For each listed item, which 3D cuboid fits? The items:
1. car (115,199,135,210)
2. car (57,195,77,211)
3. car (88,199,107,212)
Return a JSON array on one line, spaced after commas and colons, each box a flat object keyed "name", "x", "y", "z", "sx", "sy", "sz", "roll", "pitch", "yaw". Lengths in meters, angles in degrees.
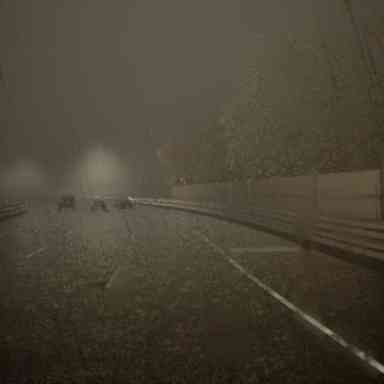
[{"name": "car", "x": -8.908, "y": 1.637, "z": 43.841, "sx": 1.812, "sy": 1.442, "sz": 4.674, "roll": 0, "pitch": 0, "yaw": -22}, {"name": "car", "x": -16.925, "y": 1.421, "z": 44.862, "sx": 2.150, "sy": 2.045, "sz": 5.566, "roll": 0, "pitch": 0, "yaw": -25}, {"name": "car", "x": -11.886, "y": 1.648, "z": 41.861, "sx": 1.837, "sy": 1.490, "sz": 4.892, "roll": 0, "pitch": 0, "yaw": -22}]
